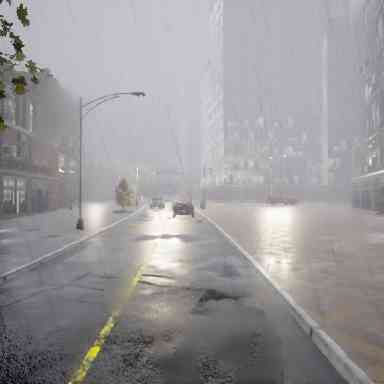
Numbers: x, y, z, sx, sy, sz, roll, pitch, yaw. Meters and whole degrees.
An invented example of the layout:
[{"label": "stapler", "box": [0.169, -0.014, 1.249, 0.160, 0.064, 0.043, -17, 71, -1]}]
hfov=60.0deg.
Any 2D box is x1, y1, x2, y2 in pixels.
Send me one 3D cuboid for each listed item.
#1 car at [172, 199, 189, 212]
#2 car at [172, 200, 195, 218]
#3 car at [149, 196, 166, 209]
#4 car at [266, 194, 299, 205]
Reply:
[{"label": "car", "box": [-1.500, 1.607, 40.650, 1.895, 1.301, 4.718, 0, 0, -4]}, {"label": "car", "box": [-0.817, 1.483, 30.774, 1.882, 1.535, 5.008, 0, 0, -3]}, {"label": "car", "box": [-4.681, 1.417, 45.037, 2.097, 1.767, 4.553, 0, 0, -5]}, {"label": "car", "box": [13.945, 1.201, 51.510, 5.009, 1.841, 2.192, 0, -1, 15]}]
